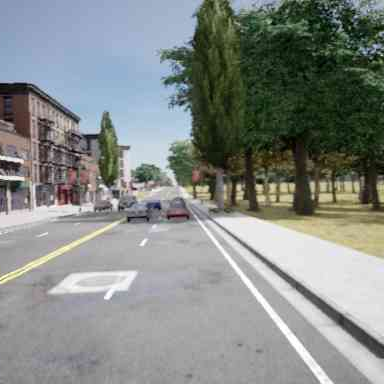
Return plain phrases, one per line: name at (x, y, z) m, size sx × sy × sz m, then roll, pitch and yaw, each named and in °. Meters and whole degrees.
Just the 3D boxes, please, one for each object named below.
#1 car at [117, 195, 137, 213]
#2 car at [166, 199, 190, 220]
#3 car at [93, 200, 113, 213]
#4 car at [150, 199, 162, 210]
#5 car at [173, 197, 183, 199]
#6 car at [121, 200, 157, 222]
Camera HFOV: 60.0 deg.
car at (-8.428, 1.466, 43.946) m, size 2.150 × 2.045 × 5.566 m, roll -2°, pitch 0°, yaw -3°
car at (-1.225, 1.630, 29.323) m, size 1.994 × 1.385 × 4.181 m, roll -2°, pitch 0°, yaw -2°
car at (-11.664, 1.856, 43.829) m, size 1.837 × 1.490 × 4.892 m, roll -2°, pitch 0°, yaw -3°
car at (-5.161, 1.705, 45.415) m, size 1.882 × 1.535 × 5.008 m, roll -2°, pitch 0°, yaw -2°
car at (-1.881, 1.468, 44.523) m, size 2.097 × 1.767 × 4.553 m, roll -2°, pitch 0°, yaw -2°
car at (-4.450, 1.719, 28.623) m, size 2.033 × 1.411 × 5.357 m, roll -2°, pitch 0°, yaw -3°
